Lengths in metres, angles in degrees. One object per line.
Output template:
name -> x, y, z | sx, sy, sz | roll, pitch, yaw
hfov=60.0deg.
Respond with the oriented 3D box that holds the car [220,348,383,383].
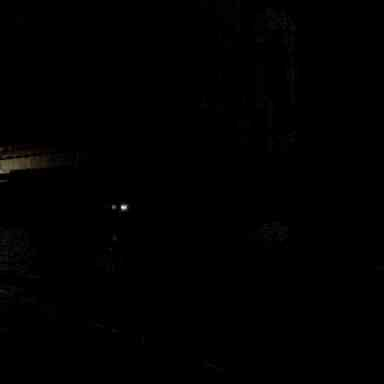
car -> 2.015, 1.552, 1.523 | 4.403, 1.369, 2.008 | 0, 0, 35
